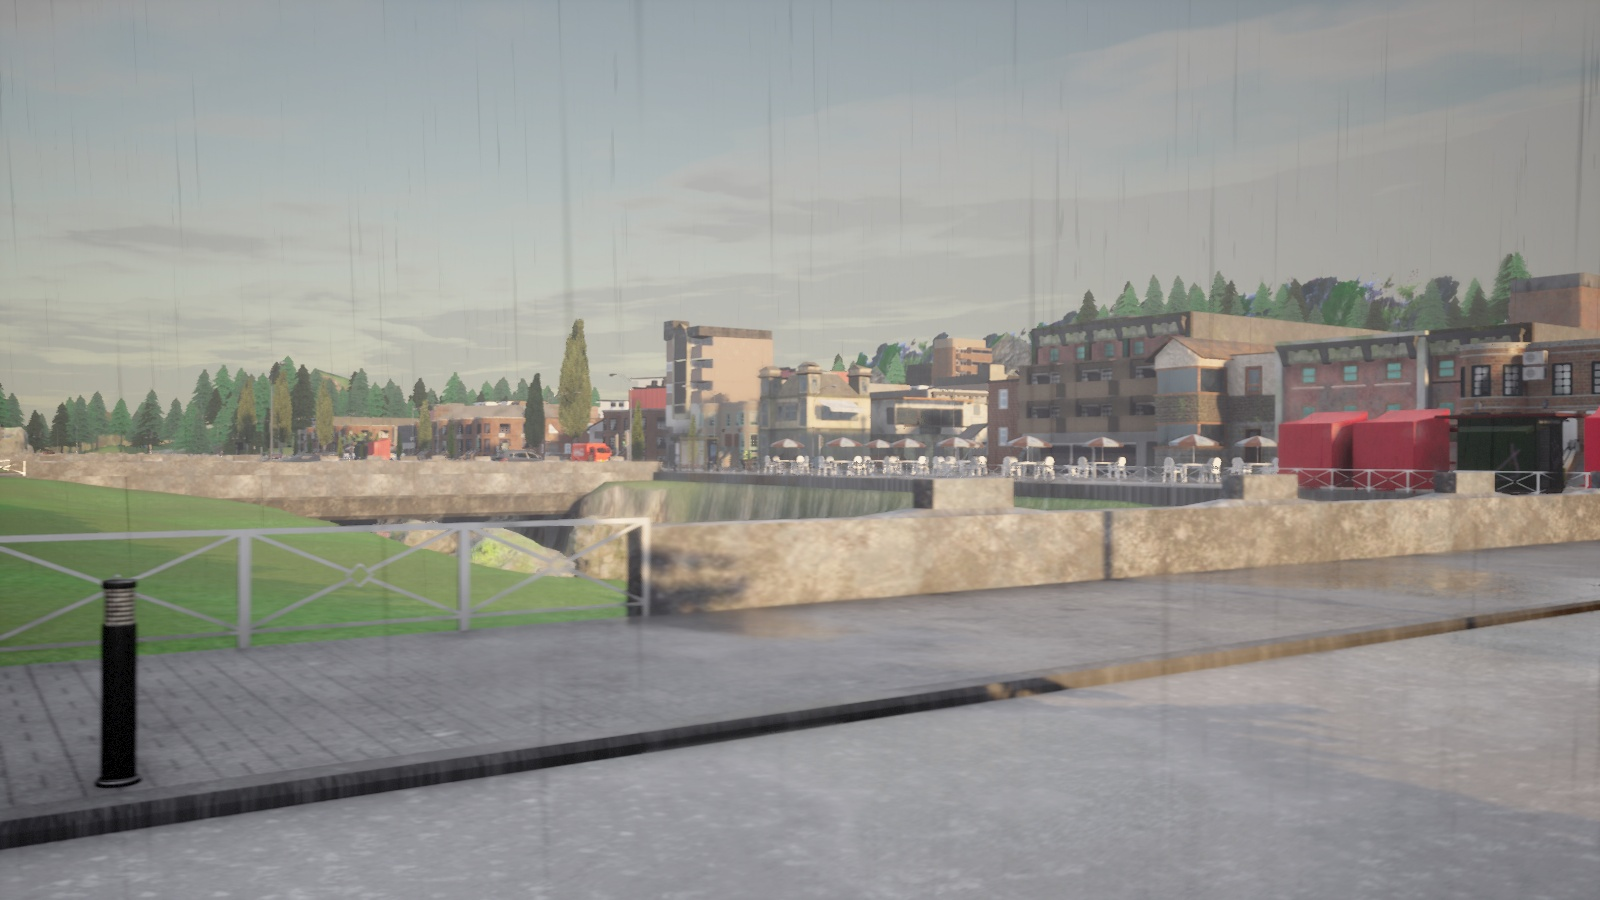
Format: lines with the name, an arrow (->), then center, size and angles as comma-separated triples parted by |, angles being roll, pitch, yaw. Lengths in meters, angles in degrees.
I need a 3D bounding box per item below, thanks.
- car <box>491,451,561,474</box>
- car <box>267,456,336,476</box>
car -> -20.747, 0.909, 95.109 | 4.611, 1.667, 2.242 | 0, 0, -35
car -> -35.582, 1.128, 89.663 | 4.181, 1.385, 1.994 | 0, 0, -35
